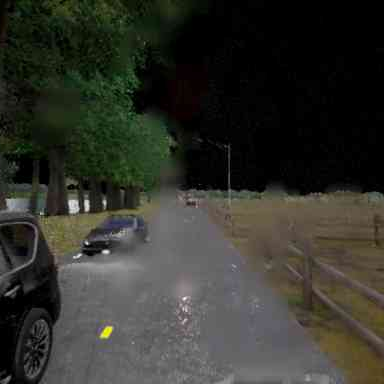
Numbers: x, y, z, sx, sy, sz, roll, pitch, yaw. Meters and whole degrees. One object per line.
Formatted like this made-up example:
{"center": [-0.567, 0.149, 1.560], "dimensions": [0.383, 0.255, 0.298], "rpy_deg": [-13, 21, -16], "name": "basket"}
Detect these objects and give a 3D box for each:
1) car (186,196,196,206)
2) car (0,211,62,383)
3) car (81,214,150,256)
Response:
{"center": [-0.173, 2.139, 69.206], "dimensions": [1.882, 1.535, 5.008], "rpy_deg": [0, -1, 0], "name": "car"}
{"center": [-2.851, 1.241, 2.367], "dimensions": [2.150, 2.045, 5.566], "rpy_deg": [0, 0, 0], "name": "car"}
{"center": [-2.876, 1.646, 13.795], "dimensions": [2.033, 1.411, 5.357], "rpy_deg": [0, 0, 0], "name": "car"}
